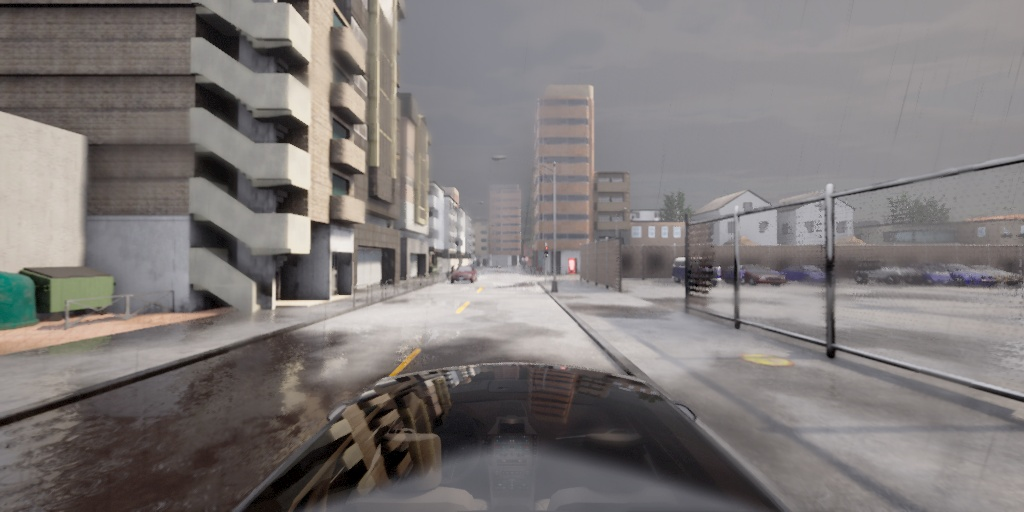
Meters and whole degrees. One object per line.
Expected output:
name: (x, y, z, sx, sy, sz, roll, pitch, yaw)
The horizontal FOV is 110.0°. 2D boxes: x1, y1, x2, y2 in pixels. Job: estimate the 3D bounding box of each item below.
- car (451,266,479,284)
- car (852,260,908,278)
car: (-3.997, 1.546, 30.483, 1.812, 1.442, 4.674, 0, -1, 0)
car: (42.388, 1.511, 41.549, 4.181, 1.385, 1.994, 0, -1, 0)
